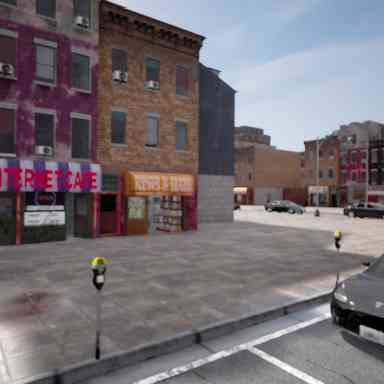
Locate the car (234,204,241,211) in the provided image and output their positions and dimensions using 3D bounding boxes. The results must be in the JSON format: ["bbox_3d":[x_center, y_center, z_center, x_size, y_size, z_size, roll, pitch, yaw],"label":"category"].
[{"bbox_3d":[4.178,1.772,45.038,2.033,1.411,5.357,1,-1,-36],"label":"car"}]

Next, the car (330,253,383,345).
[{"bbox_3d":[4.246,1.601,5.831,4.313,1.339,1.947,0,0,-35],"label":"car"}]

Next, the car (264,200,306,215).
[{"bbox_3d":[10.181,1.695,36.596,2.128,1.511,4.902,1,-1,-35],"label":"car"}]

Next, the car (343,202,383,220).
[{"bbox_3d":[15.669,1.689,28.868,1.837,1.490,4.892,1,-1,-35],"label":"car"}]
